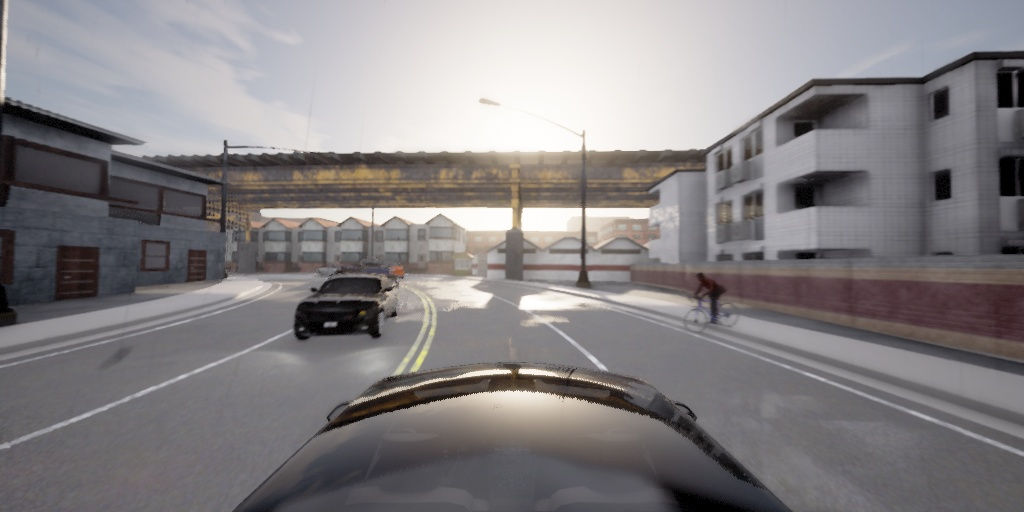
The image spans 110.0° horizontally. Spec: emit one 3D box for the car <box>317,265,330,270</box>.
[{"bbox_3d":[-20.199,1.640,40.765,4.718,1.301,1.895,-1,-2,34],"label":"car"}]

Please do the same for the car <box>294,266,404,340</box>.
[{"bbox_3d":[-4.422,1.222,10.257,1.882,1.535,5.008,1,0,-11],"label":"car"}]

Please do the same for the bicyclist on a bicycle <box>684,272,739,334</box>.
[{"bbox_3d":[5.365,1.229,9.747,1.656,1.620,0.582,-9,1,-8],"label":"bicyclist on a bicycle"}]

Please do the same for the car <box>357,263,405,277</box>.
[{"bbox_3d":[-7.479,1.294,20.089,2.033,1.411,5.357,1,-1,-24],"label":"car"}]

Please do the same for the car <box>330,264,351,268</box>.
[{"bbox_3d":[-12.894,1.341,28.987,1.994,1.385,4.181,2,-1,-38],"label":"car"}]

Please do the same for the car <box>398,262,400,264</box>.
[{"bbox_3d":[-11.727,1.239,33.149,2.097,1.767,4.553,2,-2,-41],"label":"car"}]

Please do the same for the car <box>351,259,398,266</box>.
[{"bbox_3d":[-9.579,0.962,24.666,1.837,1.490,4.892,2,-2,-31],"label":"car"}]
